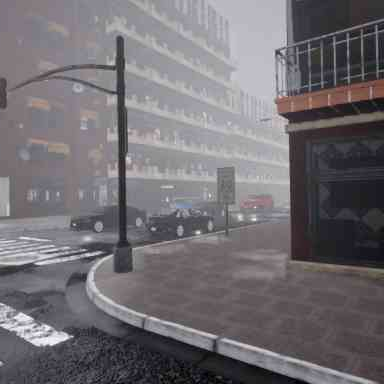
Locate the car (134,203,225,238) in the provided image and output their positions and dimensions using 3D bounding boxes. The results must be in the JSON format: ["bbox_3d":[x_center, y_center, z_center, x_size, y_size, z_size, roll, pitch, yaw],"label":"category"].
[{"bbox_3d":[-0.470,1.435,16.778,2.008,1.369,4.403,-1,-1,36],"label":"car"}]

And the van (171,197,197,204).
[{"bbox_3d":[-0.399,1.365,30.424,1.690,1.788,3.998,-1,-1,36],"label":"van"}]

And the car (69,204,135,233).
[{"bbox_3d":[-4.882,1.475,19.919,1.882,1.535,5.008,-1,-1,36],"label":"car"}]

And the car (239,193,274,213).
[{"bbox_3d":[7.252,1.174,36.875,2.150,2.045,5.566,-1,-1,36],"label":"car"}]

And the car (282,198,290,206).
[{"bbox_3d":[15.713,1.496,52.935,1.752,1.417,4.829,-1,-1,36],"label":"car"}]

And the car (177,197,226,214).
[{"bbox_3d":[1.167,1.478,28.368,1.837,1.490,4.892,-1,-1,35],"label":"car"}]

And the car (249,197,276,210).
[{"bbox_3d":[9.327,1.431,44.014,1.967,1.590,4.097,-1,-1,36],"label":"car"}]
